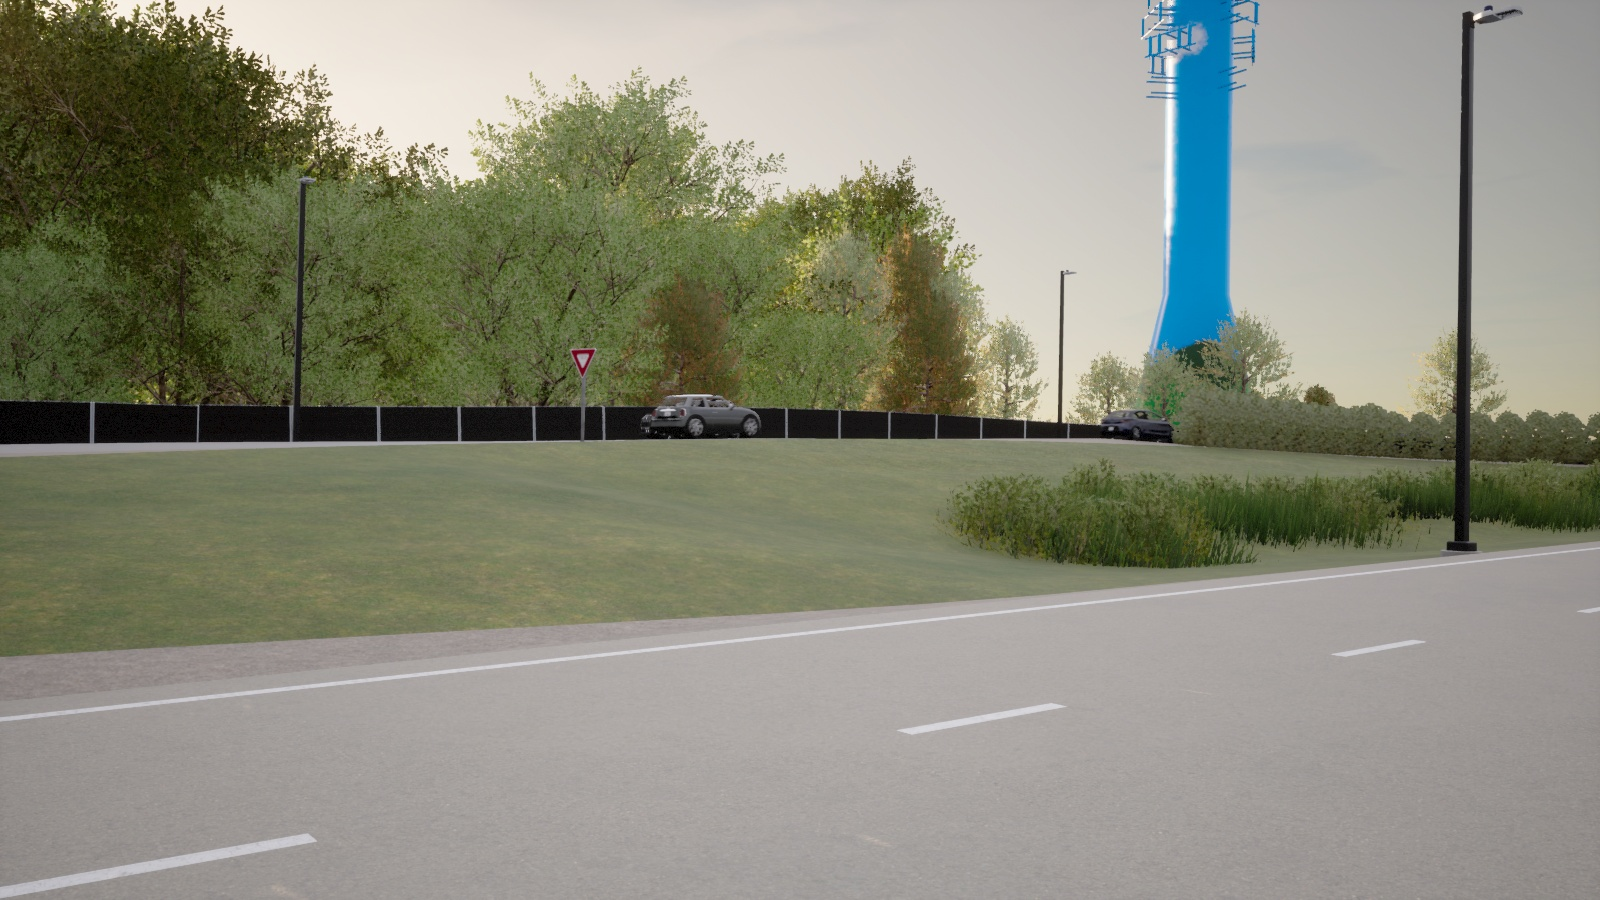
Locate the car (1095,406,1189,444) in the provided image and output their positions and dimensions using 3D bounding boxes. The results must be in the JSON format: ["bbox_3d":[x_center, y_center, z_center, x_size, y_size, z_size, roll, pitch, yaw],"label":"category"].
[{"bbox_3d":[15.383,-1.096,56.356,4.193,1.474,1.816,3,-2,-36],"label":"car"}]

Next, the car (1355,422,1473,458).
[{"bbox_3d":[30.383,-0.468,62.197,5.008,1.535,1.882,2,-1,-6],"label":"car"}]

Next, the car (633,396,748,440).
[{"bbox_3d":[-4.016,-1.134,46.187,3.806,1.475,1.970,0,-1,-43],"label":"car"}]

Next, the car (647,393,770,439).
[{"bbox_3d":[-3.054,-1.132,42.291,1.970,1.475,3.806,0,1,42],"label":"car"}]
